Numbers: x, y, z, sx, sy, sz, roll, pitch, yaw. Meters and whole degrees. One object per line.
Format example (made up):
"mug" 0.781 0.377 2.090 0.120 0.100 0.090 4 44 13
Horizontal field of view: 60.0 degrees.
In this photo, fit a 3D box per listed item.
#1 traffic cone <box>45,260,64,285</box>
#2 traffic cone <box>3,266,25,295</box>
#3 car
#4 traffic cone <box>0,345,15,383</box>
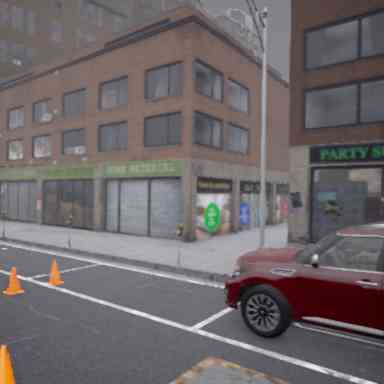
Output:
"traffic cone" -3.478 2.017 8.429 0.340 0.580 0.340 0 -1 37
"traffic cone" -4.074 2.005 7.626 0.340 0.580 0.340 0 -1 37
"car" 2.955 1.386 5.061 5.009 1.841 2.192 0 0 37
"traffic cone" -2.055 1.981 3.636 0.340 0.580 0.340 0 -1 37
